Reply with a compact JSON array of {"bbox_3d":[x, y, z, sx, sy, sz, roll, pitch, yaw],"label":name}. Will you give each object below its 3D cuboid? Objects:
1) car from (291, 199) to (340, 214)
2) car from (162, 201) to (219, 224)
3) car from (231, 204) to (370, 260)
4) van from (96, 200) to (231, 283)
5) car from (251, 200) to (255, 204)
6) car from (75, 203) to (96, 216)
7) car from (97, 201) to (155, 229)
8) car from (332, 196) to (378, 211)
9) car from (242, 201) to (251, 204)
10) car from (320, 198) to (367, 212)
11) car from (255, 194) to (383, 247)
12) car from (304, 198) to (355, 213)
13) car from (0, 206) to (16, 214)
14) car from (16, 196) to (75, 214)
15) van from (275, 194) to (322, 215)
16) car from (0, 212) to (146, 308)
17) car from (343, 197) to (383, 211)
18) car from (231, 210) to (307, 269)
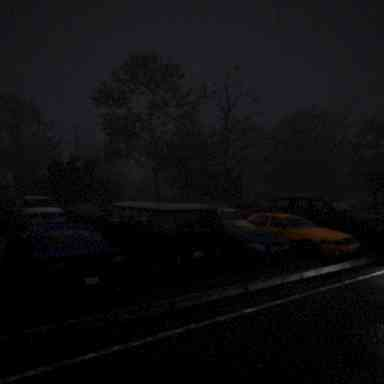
[{"bbox_3d":[13.306,1.522,36.189,2.002,1.452,4.674,0,0,-36],"label":"car"},{"bbox_3d":[-0.257,1.526,26.527,2.163,1.488,4.792,0,0,-36],"label":"car"},{"bbox_3d":[3.647,1.496,12.975,1.946,1.575,5.366,0,0,-36],"label":"car"},{"bbox_3d":[-1.089,1.278,9.959,1.878,1.987,4.442,0,0,-36],"label":"van"},{"bbox_3d":[6.550,1.518,31.325,2.163,1.488,4.792,0,0,-36],"label":"car"},{"bbox_3d":[-7.016,1.504,21.664,2.097,1.535,5.008,0,0,-36],"label":"car"},{"bbox_3d":[-4.758,1.501,23.279,2.097,1.535,5.008,0,0,-36],"label":"car"},{"bbox_3d":[20.059,1.350,41.062,2.185,1.767,4.553,0,0,-36],"label":"car"},{"bbox_3d":[2.125,1.491,27.967,1.946,1.575,5.366,0,0,-36],"label":"car"},{"bbox_3d":[17.822,1.518,39.420,2.002,1.452,4.674,0,0,-36],"label":"car"},{"bbox_3d":[5.836,1.245,14.734,2.435,2.045,5.566,0,0,-36],"label":"car"},{"bbox_3d":[15.566,1.479,37.803,2.097,1.535,5.008,0,0,-36],"label":"car"},{"bbox_3d":[-11.524,1.510,18.426,2.231,1.521,4.892,0,0,-36],"label":"car"},{"bbox_3d":[-9.254,1.255,20.021,2.435,2.045,5.566,0,0,-36],"label":"car"},{"bbox_3d":[10.979,1.258,34.672,1.878,1.987,4.442,0,0,-36],"label":"van"},{"bbox_3d":[-3.298,1.507,8.229,2.097,1.535,5.008,0,0,-36],"label":"car"},{"bbox_3d":[22.332,1.474,42.656,2.097,1.535,5.008,0,0,-36],"label":"car"},{"bbox_3d":[1.258,1.542,11.497,2.002,1.452,4.674,0,0,-36],"label":"car"}]
